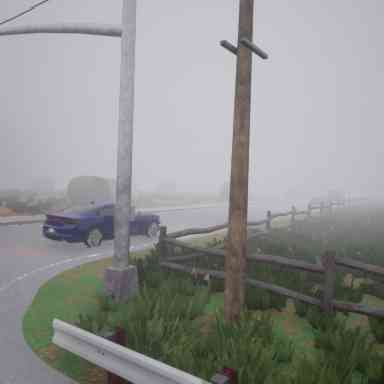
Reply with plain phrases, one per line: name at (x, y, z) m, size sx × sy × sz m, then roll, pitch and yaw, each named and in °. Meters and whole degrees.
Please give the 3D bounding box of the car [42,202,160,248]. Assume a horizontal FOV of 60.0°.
car at (-3.281, 1.130, 13.151) m, size 1.882 × 1.535 × 5.008 m, roll 3°, pitch 2°, yaw 35°

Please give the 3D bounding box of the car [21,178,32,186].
car at (-39.107, -2.271, 79.194) m, size 1.905 × 1.878 × 3.866 m, roll 8°, pitch 2°, yaw -13°

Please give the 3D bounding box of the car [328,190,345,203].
car at (23.037, 0.799, 53.229) m, size 2.150 × 2.045 × 5.566 m, roll 3°, pitch 2°, yaw 33°

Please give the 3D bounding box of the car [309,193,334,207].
car at (16.950, 1.197, 43.950) m, size 1.895 × 1.301 × 4.718 m, roll 3°, pitch 2°, yaw 33°
